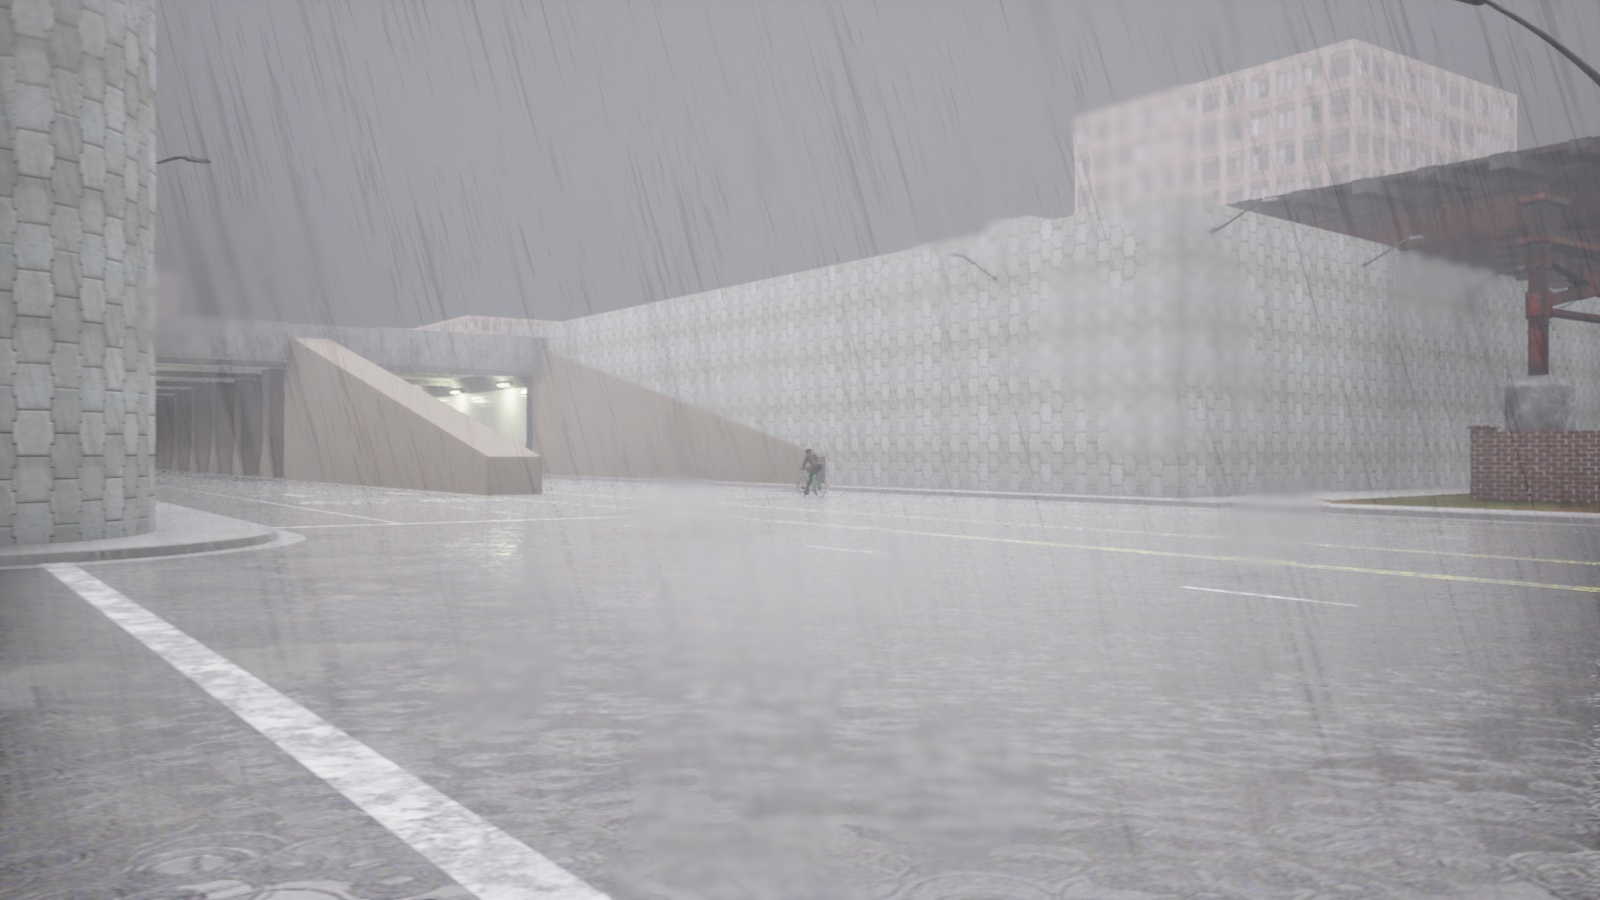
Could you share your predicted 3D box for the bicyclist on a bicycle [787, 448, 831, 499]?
[{"bbox_3d":[0.286,0.759,41.261,0.582,1.620,1.656,0,0,-34],"label":"bicyclist on a bicycle"}]
